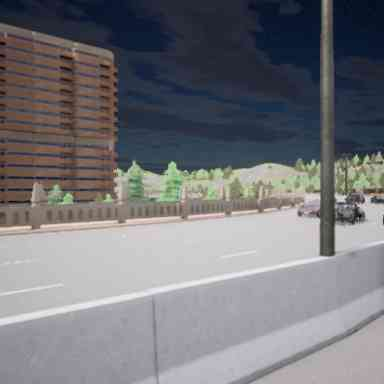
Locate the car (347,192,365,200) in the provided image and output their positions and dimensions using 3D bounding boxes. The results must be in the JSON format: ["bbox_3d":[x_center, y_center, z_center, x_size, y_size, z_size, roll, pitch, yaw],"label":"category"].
[{"bbox_3d":[30.056,1.077,61.145,2.150,2.045,5.566,0,0,16],"label":"car"}]

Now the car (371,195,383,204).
[{"bbox_3d":[32.939,1.333,58.391,1.882,1.535,5.008,0,0,16],"label":"car"}]

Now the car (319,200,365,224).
[{"bbox_3d":[11.138,1.513,24.214,1.994,1.385,4.181,0,0,40],"label":"car"}]

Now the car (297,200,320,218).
[{"bbox_3d":[10.885,1.471,29.442,1.812,1.442,4.674,0,0,37],"label":"car"}]

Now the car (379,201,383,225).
[{"bbox_3d":[14.321,1.468,22.543,1.812,1.442,4.674,0,0,39],"label":"car"}]
